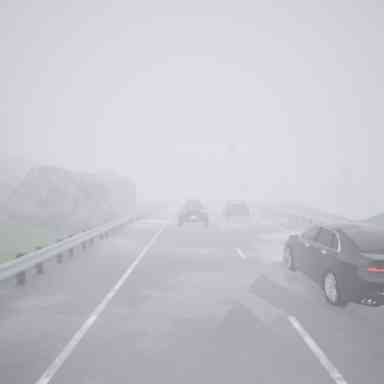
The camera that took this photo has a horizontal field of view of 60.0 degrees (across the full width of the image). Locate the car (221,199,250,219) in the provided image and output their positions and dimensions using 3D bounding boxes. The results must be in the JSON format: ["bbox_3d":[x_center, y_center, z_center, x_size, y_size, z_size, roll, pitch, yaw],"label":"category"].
[{"bbox_3d":[3.599,1.359,27.910,2.128,1.511,4.902,0,0,0],"label":"car"}]

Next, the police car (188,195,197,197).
[{"bbox_3d":[0.077,1.227,41.885,1.930,1.638,5.238,0,0,0],"label":"police car"}]

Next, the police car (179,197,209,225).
[{"bbox_3d":[0.100,1.395,23.149,2.038,1.542,4.974,0,0,0],"label":"police car"}]

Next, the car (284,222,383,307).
[{"bbox_3d":[3.600,1.467,7.852,1.837,1.490,4.892,0,0,0],"label":"car"}]
